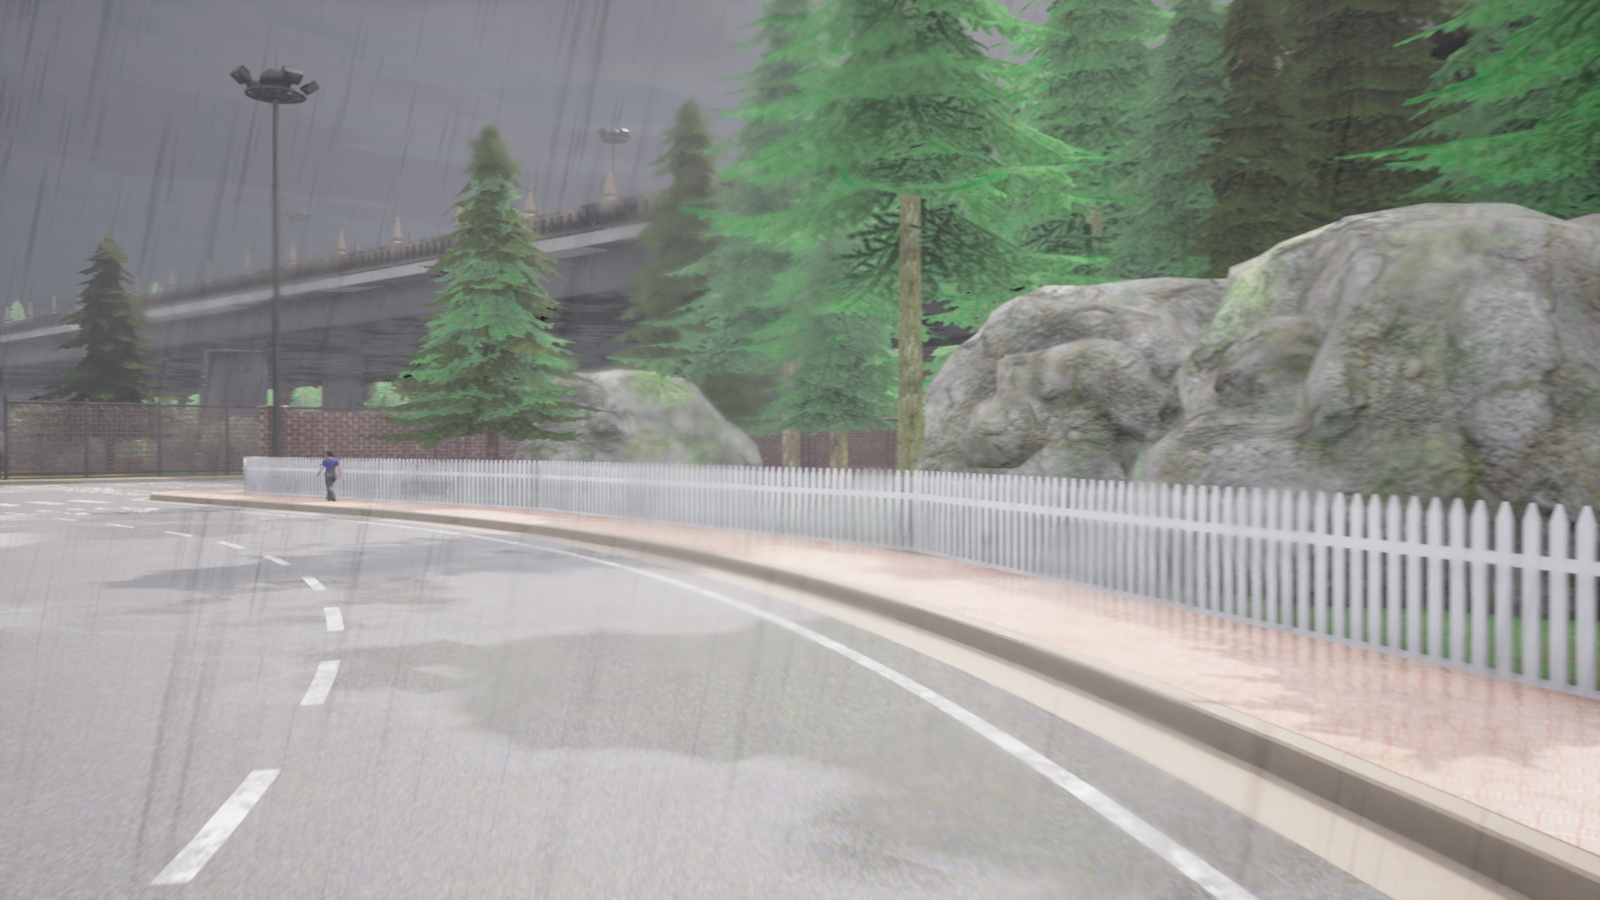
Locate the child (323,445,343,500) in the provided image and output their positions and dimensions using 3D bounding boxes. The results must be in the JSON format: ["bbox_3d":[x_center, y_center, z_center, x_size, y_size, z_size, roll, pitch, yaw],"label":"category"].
[{"bbox_3d":[-10.848,0.520,29.148,0.437,1.263,0.270,0,0,43],"label":"child"}]
